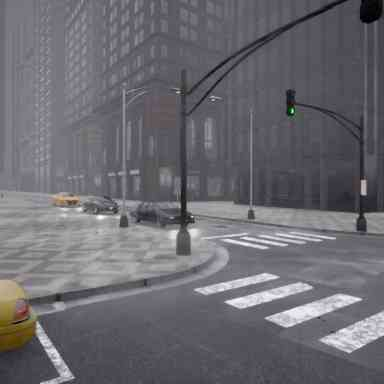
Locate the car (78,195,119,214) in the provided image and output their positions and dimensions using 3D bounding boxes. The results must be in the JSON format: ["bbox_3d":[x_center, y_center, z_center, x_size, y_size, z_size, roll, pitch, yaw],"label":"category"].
[{"bbox_3d":[-7.809,1.010,28.228,1.837,1.490,4.892,0,1,-36],"label":"car"}]

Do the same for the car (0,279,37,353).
[{"bbox_3d":[-4.357,1.526,3.536,4.829,1.417,1.752,0,0,-36],"label":"car"}]

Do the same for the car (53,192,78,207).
[{"bbox_3d":[-13.873,0.798,36.627,1.882,1.535,5.008,0,1,-35],"label":"car"}]

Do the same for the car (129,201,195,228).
[{"bbox_3d":[-2.006,1.235,20.199,2.033,1.411,5.357,0,1,-36],"label":"car"}]
